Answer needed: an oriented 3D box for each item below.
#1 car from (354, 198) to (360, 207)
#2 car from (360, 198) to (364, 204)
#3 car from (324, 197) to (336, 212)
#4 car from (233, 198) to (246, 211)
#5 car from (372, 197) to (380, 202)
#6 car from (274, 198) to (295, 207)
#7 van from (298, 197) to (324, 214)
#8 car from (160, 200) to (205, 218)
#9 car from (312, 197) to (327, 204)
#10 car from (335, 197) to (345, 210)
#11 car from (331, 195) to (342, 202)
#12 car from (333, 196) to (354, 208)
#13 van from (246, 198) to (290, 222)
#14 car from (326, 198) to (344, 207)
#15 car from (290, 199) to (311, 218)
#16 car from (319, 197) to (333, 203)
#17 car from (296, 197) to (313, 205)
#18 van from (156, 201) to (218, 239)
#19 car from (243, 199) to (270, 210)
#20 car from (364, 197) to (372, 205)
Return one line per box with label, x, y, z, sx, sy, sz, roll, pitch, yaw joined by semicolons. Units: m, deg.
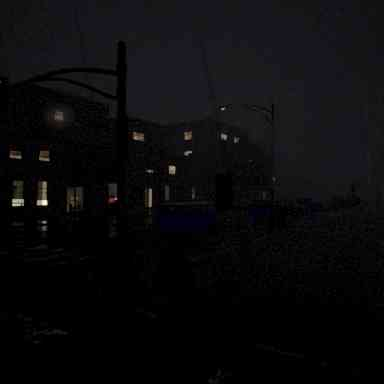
car;25.159;1.517;53.868;2.192;1.841;5.009;0;0;35
car;28.420;1.749;58.531;1.752;1.417;4.829;0;0;35
car;15.759;1.672;40.433;1.752;1.417;4.829;0;0;35
car;5.641;1.508;40.588;1.967;1.590;4.097;0;0;35
car;44.149;1.900;81.014;1.947;1.339;4.313;0;0;35
car;15.136;1.667;54.161;1.887;1.381;4.507;0;0;35
van;12.497;1.470;35.769;1.690;1.788;3.998;0;0;35
car;-0.788;1.560;31.399;1.752;1.417;4.829;0;0;35
car;27.699;1.730;72.119;1.752;1.417;4.829;0;0;35
car;18.827;1.730;44.817;1.947;1.339;4.313;0;0;35
car;37.293;1.714;85.832;1.967;1.590;4.097;0;0;35
car;21.994;1.498;49.343;2.192;1.841;5.009;0;0;35
van;6.167;1.437;26.720;1.690;1.788;3.998;0;0;35
car;25.022;1.797;58.186;1.895;1.301;4.718;1;0;35
car;9.331;1.656;31.244;1.887;1.381;4.507;0;0;35
car;30.961;1.794;76.783;1.947;1.339;4.313;0;0;35
car;21.466;1.707;63.209;1.887;1.381;4.507;0;0;35
van;-0.164;1.408;17.671;1.690;1.788;3.998;0;0;35
car;8.805;1.630;45.113;1.887;1.381;4.507;0;0;35
car;34.653;1.810;67.440;1.887;1.381;4.507;0;0;35
